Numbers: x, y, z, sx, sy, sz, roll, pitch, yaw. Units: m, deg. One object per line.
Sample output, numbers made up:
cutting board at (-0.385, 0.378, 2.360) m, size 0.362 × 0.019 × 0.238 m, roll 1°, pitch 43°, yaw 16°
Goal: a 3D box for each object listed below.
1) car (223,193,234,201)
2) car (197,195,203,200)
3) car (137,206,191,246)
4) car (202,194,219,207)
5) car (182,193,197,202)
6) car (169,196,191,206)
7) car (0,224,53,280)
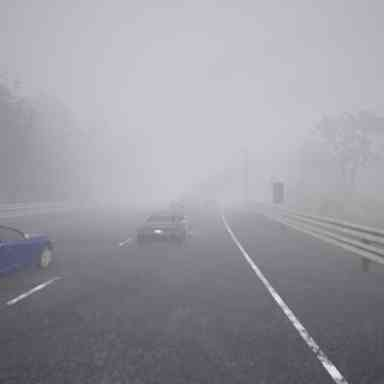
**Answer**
car at (9.555, 1.605, 92.004) m, size 2.128 × 1.511 × 4.902 m, roll 0°, pitch 0°, yaw 11°
car at (2.245, 1.596, 91.007) m, size 1.812 × 1.442 × 4.674 m, roll 0°, pitch 0°, yaw 11°
car at (-1.170, 1.567, 15.425) m, size 1.994 × 1.385 × 4.181 m, roll 0°, pitch 0°, yaw 5°
car at (3.190, 1.555, 53.413) m, size 1.812 × 1.442 × 4.674 m, roll 0°, pitch 0°, yaw 8°
car at (-0.993, 1.269, 72.619) m, size 2.150 × 2.045 × 5.566 m, roll 0°, pitch 0°, yaw 9°
car at (-1.668, 1.616, 43.650) m, size 1.895 × 1.301 × 4.718 m, roll 0°, pitch 0°, yaw 7°
car at (-5.303, 1.472, 8.164) m, size 1.882 × 1.535 × 5.008 m, roll 0°, pitch 0°, yaw 5°
